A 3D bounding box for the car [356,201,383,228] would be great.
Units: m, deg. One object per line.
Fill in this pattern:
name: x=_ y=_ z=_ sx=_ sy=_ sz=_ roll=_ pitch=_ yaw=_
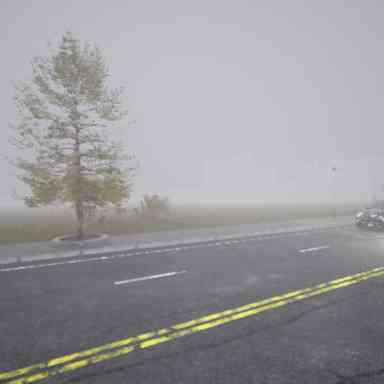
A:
car: x=12.154 y=1.318 z=20.655 sx=4.553 sy=1.767 sz=2.097 roll=0 pitch=0 yaw=-37
